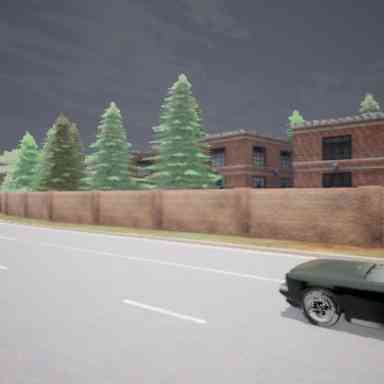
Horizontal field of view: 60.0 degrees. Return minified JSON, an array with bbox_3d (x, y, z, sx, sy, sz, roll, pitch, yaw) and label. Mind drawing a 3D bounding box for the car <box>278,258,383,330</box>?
[{"bbox_3d":[3.927,1.648,5.442,4.718,1.301,1.895,-1,-1,36],"label":"car"}]
